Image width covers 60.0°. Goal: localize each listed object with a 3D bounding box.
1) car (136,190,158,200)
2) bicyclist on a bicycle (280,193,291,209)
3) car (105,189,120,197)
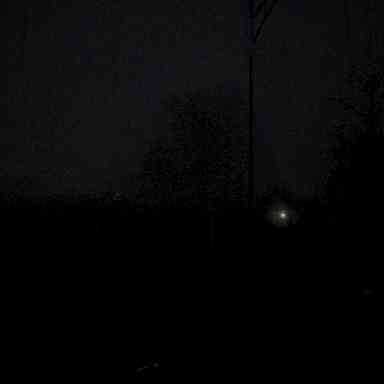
[{"bbox_3d":[-7.227,0.470,52.581,2.128,1.511,4.902,-1,2,-35],"label":"car"},{"bbox_3d":[9.606,0.950,34.184,1.656,1.620,0.582,0,1,-35],"label":"bicyclist on a bicycle"},{"bbox_3d":[-15.057,0.212,63.571,1.812,1.442,4.674,-1,2,-35],"label":"car"}]
